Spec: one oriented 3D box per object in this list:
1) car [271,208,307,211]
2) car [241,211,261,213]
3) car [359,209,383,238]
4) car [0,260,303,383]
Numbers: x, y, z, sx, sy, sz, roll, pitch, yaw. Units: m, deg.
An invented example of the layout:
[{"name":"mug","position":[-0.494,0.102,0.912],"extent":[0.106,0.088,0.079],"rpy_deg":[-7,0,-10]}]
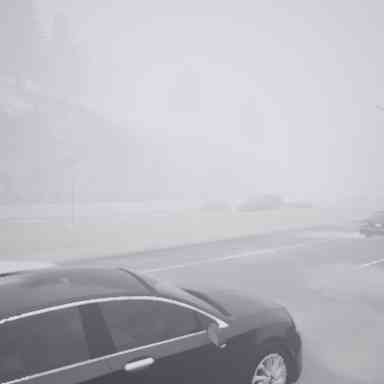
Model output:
[{"name":"car","position":[9.331,1.556,30.294],"extent":[5.357,1.411,2.033],"rpy_deg":[0,0,-44]},{"name":"car","position":[7.056,1.240,32.983],"extent":[5.566,2.045,2.150],"rpy_deg":[1,0,-44]},{"name":"car","position":[10.237,1.541,16.584],"extent":[5.357,1.411,2.033],"rpy_deg":[0,0,-41]},{"name":"car","position":[-0.946,1.511,3.188],"extent":[4.892,1.490,1.837],"rpy_deg":[0,0,-36]}]
